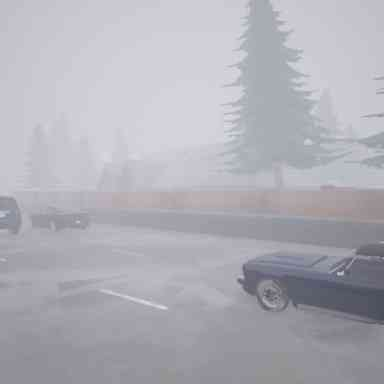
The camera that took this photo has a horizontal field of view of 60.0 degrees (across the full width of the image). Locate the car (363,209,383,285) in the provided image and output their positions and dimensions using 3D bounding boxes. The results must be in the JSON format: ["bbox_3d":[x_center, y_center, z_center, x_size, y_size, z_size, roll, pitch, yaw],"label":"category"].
[{"bbox_3d":[6.752,1.377,7.872,4.553,1.767,2.097,0,0,35],"label":"car"}]

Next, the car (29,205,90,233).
[{"bbox_3d":[-8.073,1.507,19.984,5.008,1.535,1.882,0,0,43],"label":"car"}]

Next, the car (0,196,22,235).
[{"bbox_3d":[-11.213,1.243,18.110,5.566,2.045,2.150,0,0,43],"label":"car"}]

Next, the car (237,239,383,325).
[{"bbox_3d":[3.249,1.618,6.043,4.718,1.301,1.895,0,0,36],"label":"car"}]
